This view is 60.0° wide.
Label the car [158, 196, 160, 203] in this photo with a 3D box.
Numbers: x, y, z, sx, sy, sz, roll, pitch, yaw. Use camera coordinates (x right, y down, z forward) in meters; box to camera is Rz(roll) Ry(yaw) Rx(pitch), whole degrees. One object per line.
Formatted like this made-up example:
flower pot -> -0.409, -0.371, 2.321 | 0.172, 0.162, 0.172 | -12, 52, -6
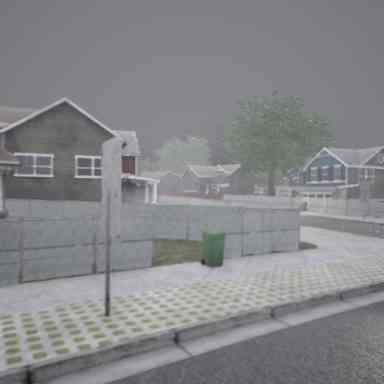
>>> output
car -> -4.280, 1.194, 55.027 | 2.033, 1.411, 5.357 | 1, 0, -27
